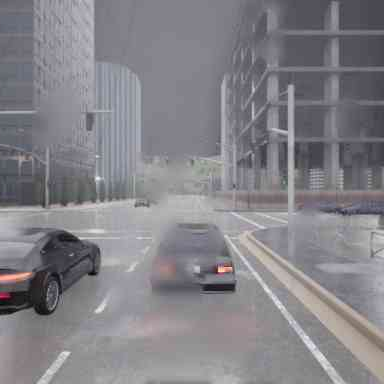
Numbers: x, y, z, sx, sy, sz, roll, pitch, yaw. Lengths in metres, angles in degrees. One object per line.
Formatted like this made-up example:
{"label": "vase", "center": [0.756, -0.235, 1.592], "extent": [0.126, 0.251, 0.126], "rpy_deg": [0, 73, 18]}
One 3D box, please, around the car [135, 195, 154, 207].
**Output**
{"label": "car", "center": [-7.206, 1.564, 49.195], "extent": [1.994, 1.385, 4.181], "rpy_deg": [0, 0, 0]}

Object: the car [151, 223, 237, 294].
{"label": "car", "center": [0.051, 1.547, 8.937], "extent": [2.033, 1.411, 5.357], "rpy_deg": [0, 0, 0]}

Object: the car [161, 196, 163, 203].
{"label": "car", "center": [-7.161, 1.352, 68.336], "extent": [2.097, 1.767, 4.553], "rpy_deg": [0, 0, 0]}

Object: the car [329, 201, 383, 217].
{"label": "car", "center": [15.837, 1.492, 30.250], "extent": [5.357, 1.411, 2.033], "rpy_deg": [0, 0, 0]}

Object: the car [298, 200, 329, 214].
{"label": "car", "center": [12.969, 1.508, 33.733], "extent": [4.181, 1.385, 1.994], "rpy_deg": [0, 0, 0]}

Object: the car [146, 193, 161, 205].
{"label": "car", "center": [-7.207, 1.221, 58.513], "extent": [2.150, 2.045, 5.566], "rpy_deg": [0, 0, 0]}

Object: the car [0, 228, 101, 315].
{"label": "car", "center": [-3.456, 1.526, 7.419], "extent": [1.812, 1.442, 4.674], "rpy_deg": [0, 0, 0]}
